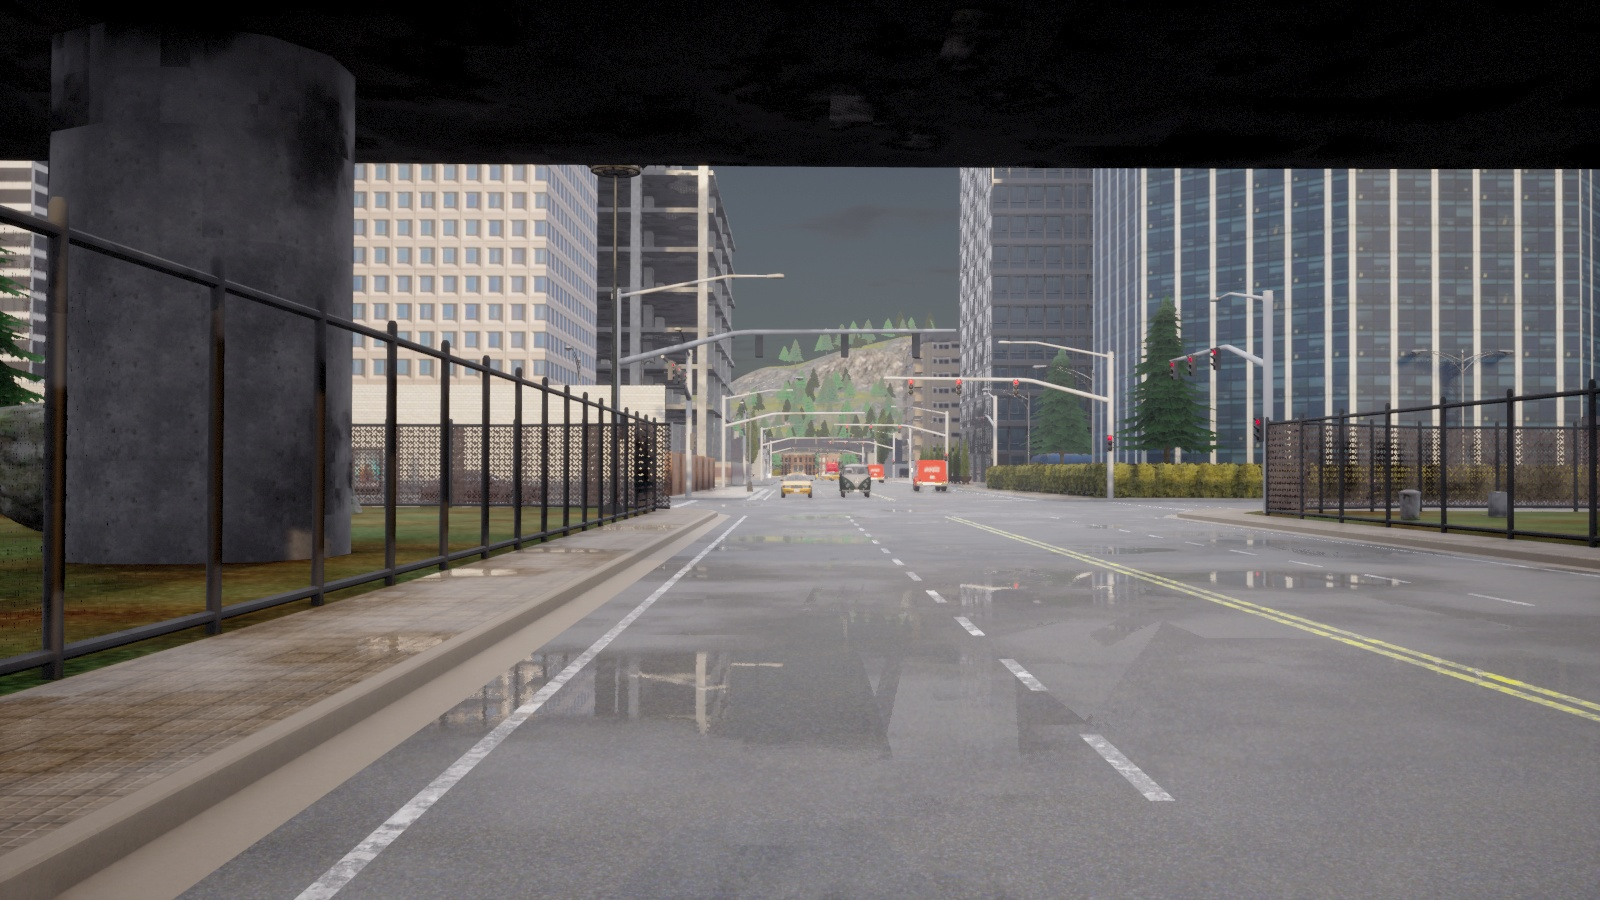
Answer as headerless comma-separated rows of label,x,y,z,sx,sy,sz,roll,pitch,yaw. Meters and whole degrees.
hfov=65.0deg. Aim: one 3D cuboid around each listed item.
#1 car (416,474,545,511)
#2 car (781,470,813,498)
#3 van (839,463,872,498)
car,-12.717,1.676,50.171,4.674,1.442,1.812,0,-1,0
car,-0.175,1.995,74.092,1.801,1.575,5.366,0,-1,0
van,3.321,1.820,75.588,1.775,1.987,4.442,0,-1,0
